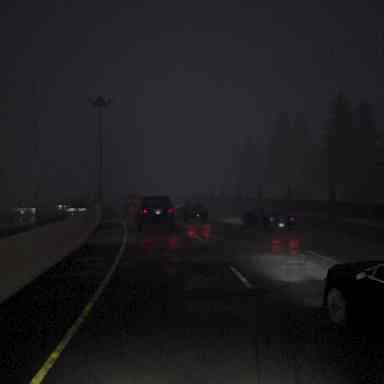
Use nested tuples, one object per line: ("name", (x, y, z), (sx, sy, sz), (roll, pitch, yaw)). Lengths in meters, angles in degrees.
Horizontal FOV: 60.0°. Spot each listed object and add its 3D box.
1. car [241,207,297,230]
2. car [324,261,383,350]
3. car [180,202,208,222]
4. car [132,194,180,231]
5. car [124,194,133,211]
("car", (4.681, 1.597, 21.172), (1.895, 1.301, 4.718), (0, 0, -11))
("car", (3.316, 1.484, 3.989), (2.128, 1.511, 4.902), (0, 0, -2))
("car", (-0.111, 1.503, 26.610), (2.128, 1.511, 4.902), (0, 0, -13))
("car", (-2.444, 1.237, 21.097), (2.150, 2.045, 5.566), (0, 0, -12))
("car", (-7.226, 1.258, 41.440), (2.150, 2.045, 5.566), (0, 0, -14))
